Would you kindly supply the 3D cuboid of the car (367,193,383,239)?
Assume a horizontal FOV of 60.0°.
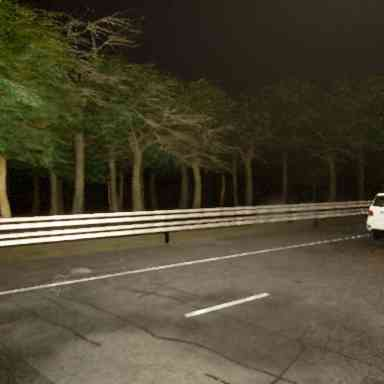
[{"bbox_3d":[10.043,1.024,14.690,5.566,2.045,2.150,-1,0,-33],"label":"car"}]
